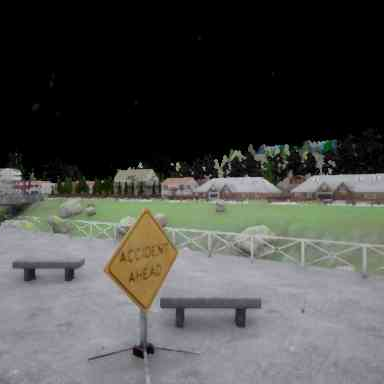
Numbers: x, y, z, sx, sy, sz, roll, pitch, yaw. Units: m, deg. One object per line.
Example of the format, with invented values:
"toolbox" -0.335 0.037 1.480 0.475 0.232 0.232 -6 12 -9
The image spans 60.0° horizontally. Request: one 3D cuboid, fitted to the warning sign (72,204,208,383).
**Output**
"warning sign" -0.594 1.114 4.109 1.060 1.860 1.300 0 0 36
